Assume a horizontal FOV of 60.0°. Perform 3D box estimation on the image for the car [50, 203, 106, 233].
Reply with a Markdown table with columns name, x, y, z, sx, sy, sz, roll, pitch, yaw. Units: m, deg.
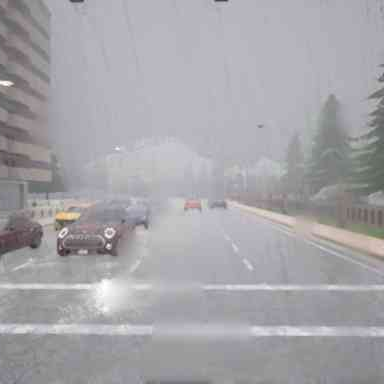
| name | x | y | z | sx | sy | sz | roll | pitch | yaw |
| --- | --- | --- | --- | --- | --- | --- | --- | --- | --- |
| car | -7.085 | 1.527 | 21.281 | 1.882 | 1.535 | 5.008 | 0 | 0 | 0 |

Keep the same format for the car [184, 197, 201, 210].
| name | x | y | z | sx | sy | sz | roll | pitch | yaw |
| --- | --- | --- | --- | --- | --- | --- | --- | --- | --- |
| car | 0.110 | 1.384 | 42.797 | 2.097 | 1.767 | 4.553 | 0 | 0 | 0 |

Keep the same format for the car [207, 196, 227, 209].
| name | x | y | z | sx | sy | sz | roll | pitch | yaw |
| --- | --- | --- | --- | --- | --- | --- | --- | --- | --- |
| car | 3.510 | 1.371 | 44.903 | 2.097 | 1.767 | 4.553 | 0 | 0 | 0 |

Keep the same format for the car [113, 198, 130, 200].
| name | x | y | z | sx | sy | sz | roll | pitch | yaw |
| --- | --- | --- | --- | --- | --- | --- | --- | --- | --- |
| car | -7.064 | 1.405 | 32.767 | 2.097 | 1.767 | 4.553 | 0 | 0 | 0 |

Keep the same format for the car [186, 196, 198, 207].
| name | x | y | z | sx | sy | sz | roll | pitch | yaw |
| --- | --- | --- | --- | --- | --- | --- | --- | --- | --- |
| car | 0.014 | 1.510 | 54.048 | 1.882 | 1.535 | 5.008 | 0 | 0 | 0 |

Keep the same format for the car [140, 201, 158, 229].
| name | x | y | z | sx | sy | sz | roll | pitch | yaw |
| --- | --- | --- | --- | --- | --- | --- | --- | --- | --- |
| car | -3.583 | 1.563 | 22.192 | 1.812 | 1.442 | 4.674 | 0 | 0 | 0 |

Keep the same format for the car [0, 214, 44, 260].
| name | x | y | z | sx | sy | sz | roll | pitch | yaw |
| --- | --- | --- | --- | --- | --- | --- | --- | --- | --- |
| car | -7.090 | 1.573 | 12.126 | 1.812 | 1.442 | 4.674 | 0 | 0 | 0 |

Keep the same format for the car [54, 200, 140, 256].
| name | x | y | z | sx | sy | sz | roll | pitch | yaw |
| --- | --- | --- | --- | --- | --- | --- | --- | --- | --- |
| car | -3.590 | 1.388 | 13.208 | 2.097 | 1.767 | 4.553 | 0 | 0 | 0 |

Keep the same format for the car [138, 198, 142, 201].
| name | x | y | z | sx | sy | sz | roll | pitch | yaw |
| --- | --- | --- | --- | --- | --- | --- | --- | --- | --- |
| car | -6.988 | 1.584 | 48.328 | 1.812 | 1.442 | 4.674 | 0 | 0 | 0 |

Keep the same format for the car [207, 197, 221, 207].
| name | x | y | z | sx | sy | sz | roll | pitch | yaw |
| --- | --- | --- | --- | --- | --- | --- | --- | --- | --- |
| car | 3.514 | 1.585 | 53.329 | 1.994 | 1.385 | 4.181 | 0 | 0 | 0 |

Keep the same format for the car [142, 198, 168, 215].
| name | x | y | z | sx | sy | sz | roll | pitch | yaw |
| --- | --- | --- | --- | --- | --- | --- | --- | --- | --- |
| car | -3.560 | 1.532 | 34.778 | 2.128 | 1.511 | 4.902 | 0 | 0 | 0 |
